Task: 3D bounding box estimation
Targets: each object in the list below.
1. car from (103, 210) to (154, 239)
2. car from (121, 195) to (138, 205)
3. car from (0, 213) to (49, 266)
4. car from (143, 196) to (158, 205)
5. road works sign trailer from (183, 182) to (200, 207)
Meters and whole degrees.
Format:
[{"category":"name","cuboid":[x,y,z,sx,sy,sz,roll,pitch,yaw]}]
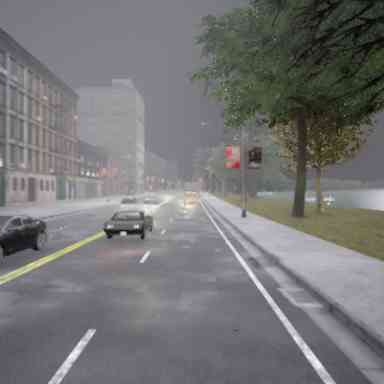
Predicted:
[{"category":"car","cuboid":[-3.147,1.617,17.506,1.895,1.301,4.718,0,0,0]},{"category":"car","cuboid":[-9.795,1.242,52.341,2.033,1.411,5.357,0,1,1]},{"category":"car","cuboid":[-6.598,1.504,11.249,2.128,1.511,4.902,0,0,0]},{"category":"car","cuboid":[-6.551,1.284,52.979,1.895,1.301,4.718,0,1,1]},{"category":"road works sign trailer","cuboid":[0.006,0.244,47.176,2.380,3.560,2.880,0,1,0]}]
